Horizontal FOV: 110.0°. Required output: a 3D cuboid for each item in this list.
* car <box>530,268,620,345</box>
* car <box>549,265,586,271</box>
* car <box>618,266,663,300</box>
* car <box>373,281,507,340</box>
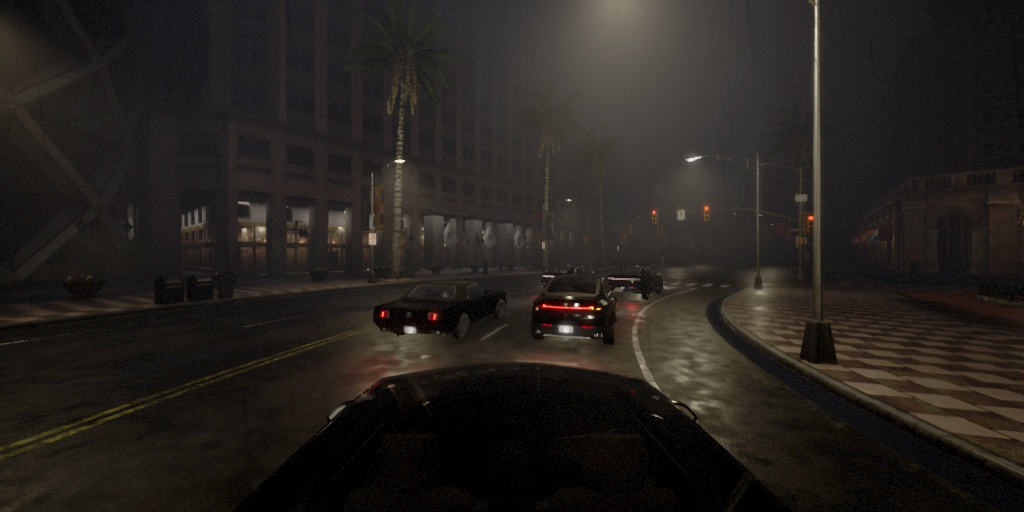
[{"bbox_3d":[1.830,1.246,9.629,1.837,1.490,4.892,0,0,17],"label":"car"},{"bbox_3d":[3.327,1.221,19.721,2.128,1.511,4.902,0,0,33],"label":"car"},{"bbox_3d":[6.150,1.219,17.755,2.128,1.511,4.902,0,0,33],"label":"car"},{"bbox_3d":[-1.635,1.346,10.090,1.895,1.301,4.718,0,0,16],"label":"car"}]
